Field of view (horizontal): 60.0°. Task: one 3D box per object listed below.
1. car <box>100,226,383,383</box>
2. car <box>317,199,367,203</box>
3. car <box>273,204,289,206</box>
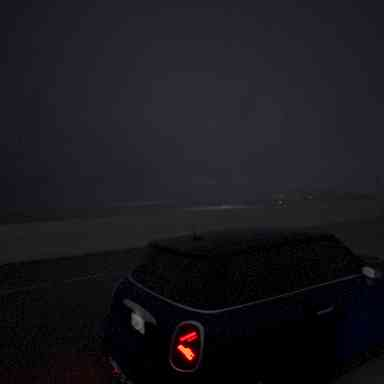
[{"bbox_3d":[1.217,1.247,4.470,4.553,1.767,2.097,-2,1,-34],"label":"car"},{"bbox_3d":[13.367,0.693,28.215,4.902,1.511,2.128,-2,1,-27],"label":"car"},{"bbox_3d":[10.119,0.519,34.395,4.553,1.767,2.097,-2,1,-27],"label":"car"}]
